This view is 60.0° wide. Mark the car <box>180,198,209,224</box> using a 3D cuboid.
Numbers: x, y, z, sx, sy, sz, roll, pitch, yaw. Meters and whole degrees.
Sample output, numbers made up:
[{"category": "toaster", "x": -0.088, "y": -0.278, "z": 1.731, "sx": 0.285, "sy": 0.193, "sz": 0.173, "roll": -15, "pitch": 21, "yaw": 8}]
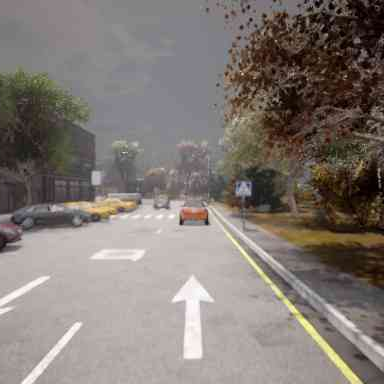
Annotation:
[{"category": "car", "x": 0.164, "y": 1.381, "z": 25.446, "sx": 2.097, "sy": 1.767, "sz": 4.553, "roll": 0, "pitch": 0, "yaw": 0}]

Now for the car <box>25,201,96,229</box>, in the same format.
[{"category": "car", "x": -9.116, "y": 1.509, "z": 21.846, "sx": 4.892, "sy": 1.521, "sz": 2.231, "roll": -1, "pitch": 0, "yaw": -20}]

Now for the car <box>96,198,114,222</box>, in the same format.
[{"category": "car", "x": -8.924, "y": 1.508, "z": 24.910, "sx": 5.366, "sy": 1.575, "sz": 1.946, "roll": -1, "pitch": 0, "yaw": -20}]

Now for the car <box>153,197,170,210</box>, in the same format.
[{"category": "car", "x": -3.843, "y": 1.470, "z": 42.751, "sx": 2.128, "sy": 1.511, "sz": 4.902, "roll": 0, "pitch": 1, "yaw": 0}]

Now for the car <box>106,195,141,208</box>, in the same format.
[{"category": "car", "x": -9.104, "y": 1.496, "z": 39.866, "sx": 5.008, "sy": 1.535, "sz": 2.097, "roll": -1, "pitch": 0, "yaw": -20}]

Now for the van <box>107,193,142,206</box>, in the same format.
[{"category": "van", "x": -9.222, "y": 1.238, "z": 42.810, "sx": 4.442, "sy": 1.987, "sz": 1.878, "roll": -1, "pitch": 1, "yaw": -20}]

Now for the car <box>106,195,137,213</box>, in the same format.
[{"category": "car", "x": -9.258, "y": 1.523, "z": 36.798, "sx": 5.366, "sy": 1.575, "sz": 1.946, "roll": -1, "pitch": 0, "yaw": -20}]

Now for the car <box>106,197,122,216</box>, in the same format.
[{"category": "car", "x": -8.918, "y": 1.512, "z": 27.911, "sx": 5.366, "sy": 1.575, "sz": 1.946, "roll": -1, "pitch": 0, "yaw": -20}]

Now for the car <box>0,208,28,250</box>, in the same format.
[{"category": "car", "x": -9.149, "y": 1.535, "z": 12.845, "sx": 4.674, "sy": 1.452, "sz": 2.002, "roll": -1, "pitch": 0, "yaw": -20}]

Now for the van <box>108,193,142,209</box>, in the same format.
[{"category": "van", "x": -9.236, "y": 1.203, "z": 45.811, "sx": 4.442, "sy": 1.987, "sz": 1.878, "roll": -1, "pitch": 1, "yaw": -20}]

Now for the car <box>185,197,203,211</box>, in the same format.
[{"category": "car", "x": 0.235, "y": 1.472, "z": 42.582, "sx": 2.128, "sy": 1.511, "sz": 4.902, "roll": 0, "pitch": 1, "yaw": -1}]
